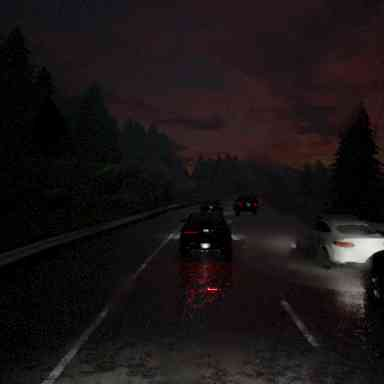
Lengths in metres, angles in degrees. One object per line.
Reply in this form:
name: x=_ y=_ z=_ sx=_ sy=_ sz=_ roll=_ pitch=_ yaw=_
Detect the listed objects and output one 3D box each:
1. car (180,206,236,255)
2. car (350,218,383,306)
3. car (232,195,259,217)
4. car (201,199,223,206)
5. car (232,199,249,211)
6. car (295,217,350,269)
car: x=0.580 y=1.536 z=13.451 sx=1.837 sy=1.490 sz=4.892 roll=0 pitch=0 yaw=3
car: x=4.640 y=1.384 z=5.265 sx=2.097 sy=1.767 sz=4.553 roll=0 pitch=0 yaw=2
car: x=5.410 y=1.318 z=33.186 sx=2.150 sy=2.045 sz=5.566 roll=0 pitch=0 yaw=5
car: x=1.896 y=1.429 z=32.164 sx=2.097 sy=1.767 sz=4.553 roll=0 pitch=0 yaw=4
car: x=6.362 y=1.672 z=44.289 sx=2.033 sy=1.411 sz=5.357 roll=0 pitch=0 yaw=7
car: x=4.870 y=1.573 z=11.179 sx=1.812 sy=1.442 sz=4.674 roll=0 pitch=0 yaw=3
